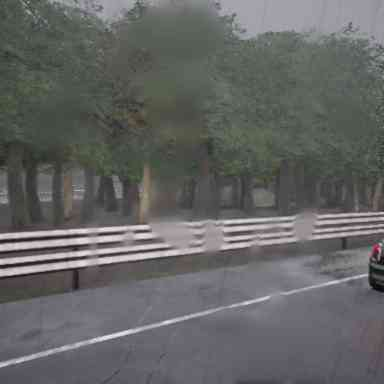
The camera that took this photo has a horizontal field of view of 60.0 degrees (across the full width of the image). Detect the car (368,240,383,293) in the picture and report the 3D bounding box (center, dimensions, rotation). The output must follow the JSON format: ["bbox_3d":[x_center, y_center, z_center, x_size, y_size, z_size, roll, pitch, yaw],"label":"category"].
[{"bbox_3d":[6.076,1.337,7.426,4.553,1.767,2.097,0,0,-31],"label":"car"}]
